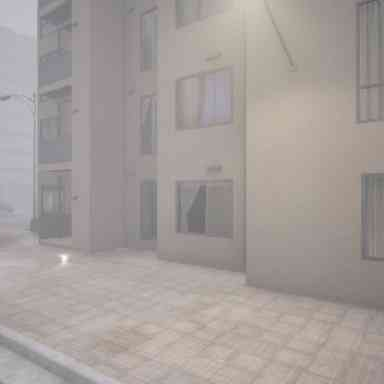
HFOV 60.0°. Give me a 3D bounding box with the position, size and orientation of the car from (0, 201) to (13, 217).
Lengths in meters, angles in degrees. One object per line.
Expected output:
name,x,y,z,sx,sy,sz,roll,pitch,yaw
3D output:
car,-18.580,1.504,29.512,1.837,1.490,4.892,0,0,35
